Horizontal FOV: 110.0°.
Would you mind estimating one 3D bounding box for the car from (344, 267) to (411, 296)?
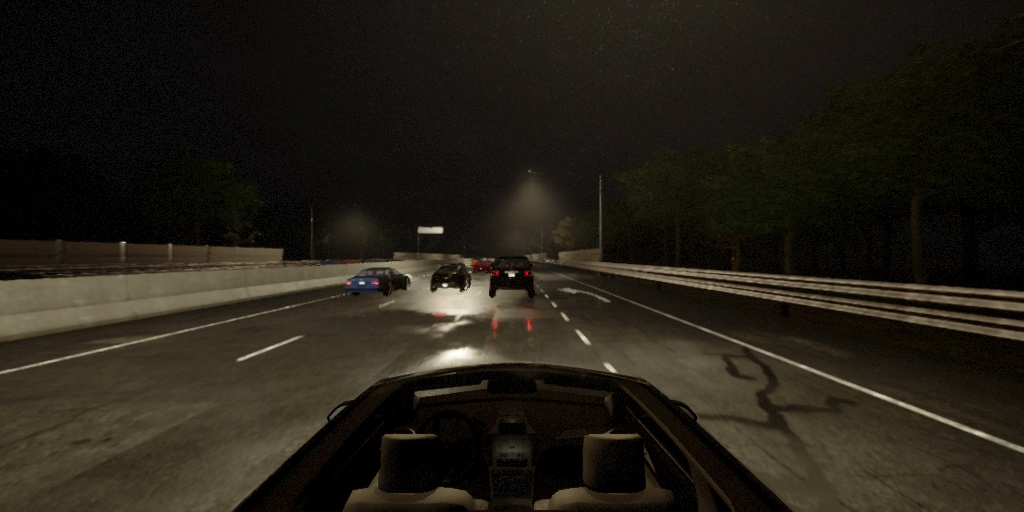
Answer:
[{"bbox_3d":[-7.015,1.314,19.249,2.033,1.411,5.357,0,0,0],"label":"car"}]

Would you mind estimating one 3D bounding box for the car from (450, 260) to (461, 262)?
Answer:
[{"bbox_3d":[-7.049,1.294,45.252,2.128,1.511,4.902,0,0,0],"label":"car"}]

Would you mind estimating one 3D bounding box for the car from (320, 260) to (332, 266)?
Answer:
[{"bbox_3d":[-28.077,1.355,55.976,1.812,1.442,4.674,0,0,0],"label":"car"}]

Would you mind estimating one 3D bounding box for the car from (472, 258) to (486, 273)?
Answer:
[{"bbox_3d":[-3.547,1.276,43.231,1.882,1.535,5.008,0,0,0],"label":"car"}]

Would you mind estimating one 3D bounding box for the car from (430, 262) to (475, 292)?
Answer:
[{"bbox_3d":[-3.518,1.275,21.243,1.837,1.490,4.892,0,0,0],"label":"car"}]

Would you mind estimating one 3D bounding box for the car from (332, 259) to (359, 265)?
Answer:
[{"bbox_3d":[-24.590,1.299,54.043,1.882,1.535,5.008,0,0,1],"label":"car"}]

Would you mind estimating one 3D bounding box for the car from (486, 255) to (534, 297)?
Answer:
[{"bbox_3d":[-0.016,0.986,19.277,2.150,2.045,5.566,0,0,0],"label":"car"}]

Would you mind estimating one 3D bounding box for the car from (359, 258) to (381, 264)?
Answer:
[{"bbox_3d":[-21.086,1.177,55.092,2.097,1.767,4.553,0,0,0],"label":"car"}]

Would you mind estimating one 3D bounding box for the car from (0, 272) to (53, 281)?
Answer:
[{"bbox_3d":[-17.604,1.288,11.930,1.812,1.442,4.674,0,0,0],"label":"car"}]

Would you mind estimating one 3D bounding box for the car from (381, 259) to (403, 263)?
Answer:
[{"bbox_3d":[-17.599,1.299,54.089,1.882,1.535,5.008,0,0,0],"label":"car"}]
